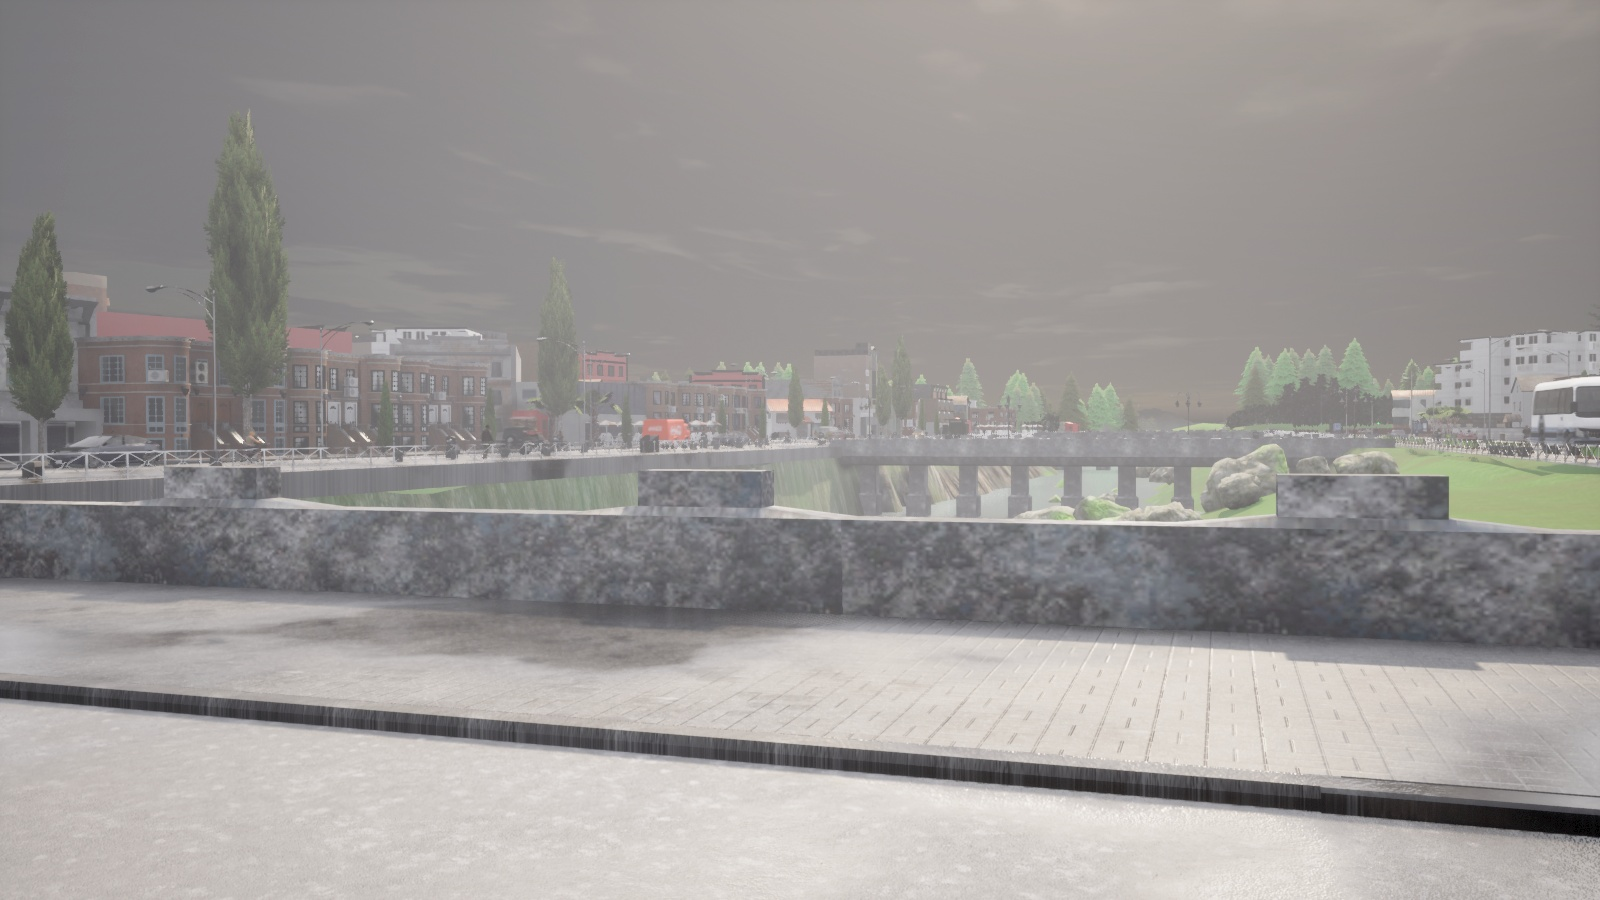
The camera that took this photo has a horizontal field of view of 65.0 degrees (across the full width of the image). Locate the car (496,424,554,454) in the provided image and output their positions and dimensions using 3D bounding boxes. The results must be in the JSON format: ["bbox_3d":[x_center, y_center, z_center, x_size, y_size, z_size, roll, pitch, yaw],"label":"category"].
[{"bbox_3d":[-17.763,-0.746,81.302,1.905,1.878,3.866,1,1,19],"label":"car"}]

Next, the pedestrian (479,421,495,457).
[{"bbox_3d":[-15.958,-0.548,63.998,0.431,1.840,0.703,1,1,21],"label":"pedestrian"}]

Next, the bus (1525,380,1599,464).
[{"bbox_3d":[43.032,-1.487,68.595,3.944,4.253,10.273,1,1,19],"label":"bus"}]

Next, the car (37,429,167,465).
[{"bbox_3d":[-30.682,-0.176,55.405,2.163,1.488,4.792,1,1,19],"label":"car"}]
